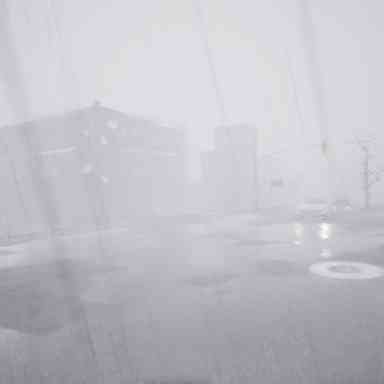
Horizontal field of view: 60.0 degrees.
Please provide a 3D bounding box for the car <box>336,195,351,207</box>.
[{"bbox_3d":[19.882,1.120,44.071,1.882,1.535,5.008,-1,-1,28],"label":"car"}]

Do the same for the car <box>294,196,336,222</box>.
[{"bbox_3d":[7.760,1.007,21.044,1.812,1.442,4.674,-2,0,28],"label":"car"}]
